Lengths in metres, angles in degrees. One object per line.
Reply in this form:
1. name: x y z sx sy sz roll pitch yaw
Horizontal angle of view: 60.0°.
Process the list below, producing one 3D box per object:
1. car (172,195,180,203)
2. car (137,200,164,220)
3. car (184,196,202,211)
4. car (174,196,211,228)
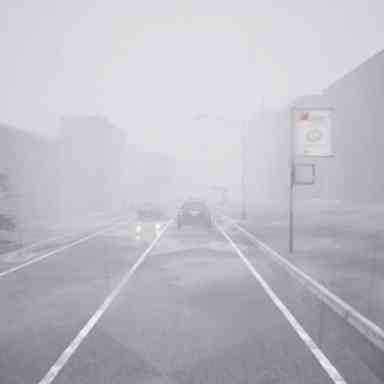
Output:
1. car: -3.102 1.422 69.822 2.097 1.767 4.553 0 0 0
2. car: -3.428 1.485 28.120 1.882 1.535 5.008 0 0 0
3. car: 0.112 1.395 42.403 2.097 1.767 4.553 0 0 0
4. car: 0.132 1.351 22.052 2.097 1.767 4.553 0 0 0
